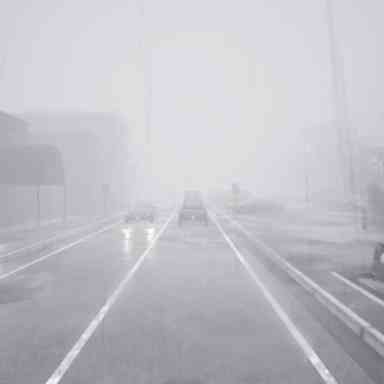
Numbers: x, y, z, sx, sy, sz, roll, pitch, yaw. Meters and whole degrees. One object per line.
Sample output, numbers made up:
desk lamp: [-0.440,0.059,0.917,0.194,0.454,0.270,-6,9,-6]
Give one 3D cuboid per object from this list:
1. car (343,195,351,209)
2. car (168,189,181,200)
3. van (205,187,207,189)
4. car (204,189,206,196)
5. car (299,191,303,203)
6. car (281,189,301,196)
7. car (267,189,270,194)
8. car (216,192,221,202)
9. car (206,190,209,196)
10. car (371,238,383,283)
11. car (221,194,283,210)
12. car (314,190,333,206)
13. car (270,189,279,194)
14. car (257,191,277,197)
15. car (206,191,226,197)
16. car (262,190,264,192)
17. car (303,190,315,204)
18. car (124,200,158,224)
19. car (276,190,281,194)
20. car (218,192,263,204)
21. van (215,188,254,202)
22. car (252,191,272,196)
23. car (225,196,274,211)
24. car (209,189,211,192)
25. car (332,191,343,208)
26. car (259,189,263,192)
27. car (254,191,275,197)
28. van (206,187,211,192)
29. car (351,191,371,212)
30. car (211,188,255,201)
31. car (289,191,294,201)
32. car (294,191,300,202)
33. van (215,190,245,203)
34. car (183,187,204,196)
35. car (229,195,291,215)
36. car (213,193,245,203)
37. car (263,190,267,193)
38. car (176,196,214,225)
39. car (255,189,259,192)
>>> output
car: [19.122,1.046,35.406,4.553,1.767,2.185,0,1,0]
car: [-3.370,0.513,63.477,2.150,2.045,5.566,0,1,1]
van: [6.232,0.195,90.966,4.442,1.987,1.878,0,1,0]
car: [5.909,0.581,79.838,5.366,1.575,1.946,0,1,0]
car: [19.302,0.991,49.331,5.366,1.575,1.946,0,1,0]
car: [19.169,0.726,60.343,4.553,1.767,2.185,0,1,0]
car: [19.126,0.575,71.484,4.553,1.767,2.185,0,1,0]
car: [6.020,1.069,43.658,4.892,1.521,2.231,0,1,0]
car: [6.049,0.732,71.489,4.792,1.488,2.163,0,1,0]
car: [6.176,1.376,6.549,4.792,1.488,2.163,0,1,0]
car: [5.820,1.207,32.526,5.366,1.575,1.946,0,1,0]
car: [19.075,0.941,43.636,4.553,1.767,2.185,0,1,0]
car: [19.120,0.526,65.911,5.566,2.045,2.435,0,1,0]
car: [19.213,0.531,85.410,4.792,1.488,2.163,0,1,0]
car: [6.099,0.503,85.404,5.008,1.535,2.097,0,1,0]
car: [19.172,0.663,77.054,4.674,1.452,2.002,0,1,0]
car: [19.140,0.779,46.543,5.566,2.045,2.435,0,1,0]
car: [-3.380,1.314,22.870,1.812,1.442,4.674,0,1,0]
car: [19.149,0.816,63.130,4.892,1.521,2.231,0,1,0]
car: [5.992,1.133,40.875,4.792,1.488,2.163,0,1,0]
van: [5.915,0.805,46.562,4.442,1.987,1.878,0,1,0]
car: [19.200,0.419,90.977,5.008,1.535,2.097,0,1,0]
car: [6.040,1.204,35.309,4.792,1.488,2.163,0,1,0]
car: [6.032,0.691,63.138,4.553,1.767,2.185,0,1,0]
car: [19.127,1.011,38.191,4.553,1.767,2.185,0,1,0]
car: [19.143,0.457,79.837,4.553,1.767,2.185,0,1,0]
car: [19.196,0.462,88.192,4.892,1.521,2.231,0,1,0]
van: [5.966,0.437,74.331,4.442,1.987,1.878,0,1,0]
car: [19.114,0.958,32.495,5.566,2.045,2.435,0,1,0]
car: [6.008,0.746,49.220,5.566,2.045,2.435,0,1,0]
car: [19.097,0.954,54.777,4.792,1.488,2.163,0,1,0]
car: [19.127,0.960,51.990,5.008,1.535,2.097,0,1,0]
van: [5.925,0.736,52.004,4.442,1.987,1.878,0,1,0]
car: [0.040,0.793,41.198,2.150,2.045,5.566,0,1,0]
car: [6.015,1.284,29.885,4.674,1.452,2.002,1,1,0]
car: [6.041,0.927,54.790,4.892,1.521,2.231,0,1,0]
car: [19.158,0.662,74.269,5.008,1.535,2.097,0,1,0]
car: [0.070,1.286,22.374,2.128,1.511,4.902,0,1,0]
car: [19.151,0.292,82.619,5.566,2.045,2.435,0,1,0]
